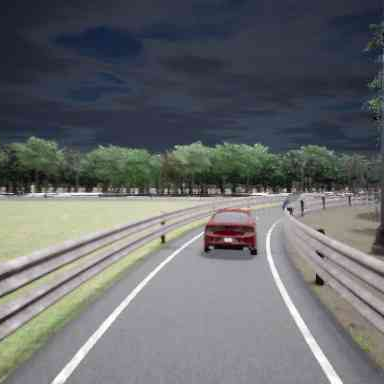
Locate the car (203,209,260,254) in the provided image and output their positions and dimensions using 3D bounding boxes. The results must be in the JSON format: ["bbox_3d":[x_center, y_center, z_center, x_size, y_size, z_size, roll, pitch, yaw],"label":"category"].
[{"bbox_3d":[1.689,1.427,13.489,1.882,1.535,5.008,0,0,11],"label":"car"}]

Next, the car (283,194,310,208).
[{"bbox_3d":[12.067,1.015,37.986,2.097,1.767,4.553,1,1,34],"label":"car"}]
